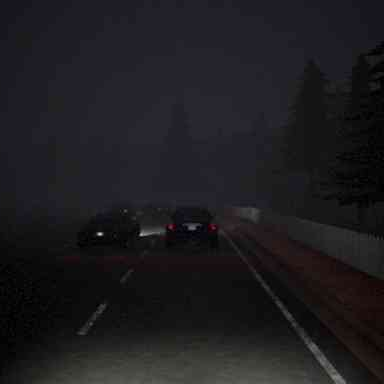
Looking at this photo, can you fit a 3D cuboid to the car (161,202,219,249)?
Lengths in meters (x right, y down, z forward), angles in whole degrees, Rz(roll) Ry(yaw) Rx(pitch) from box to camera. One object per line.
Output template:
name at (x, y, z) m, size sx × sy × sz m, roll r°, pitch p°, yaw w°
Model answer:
car at (0.000, 1.366, 14.620) m, size 2.097 × 1.767 × 4.553 m, roll 0°, pitch 0°, yaw 0°

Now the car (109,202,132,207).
car at (-6.473, 1.572, 29.980) m, size 1.994 × 1.385 × 4.181 m, roll 0°, pitch 0°, yaw -25°

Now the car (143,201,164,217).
car at (-3.304, 1.563, 31.466) m, size 2.033 × 1.411 × 5.357 m, roll 0°, pitch 0°, yaw -25°

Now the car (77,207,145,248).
car at (-3.500, 1.572, 14.650) m, size 1.994 × 1.385 × 4.181 m, roll 0°, pitch 0°, yaw 0°
